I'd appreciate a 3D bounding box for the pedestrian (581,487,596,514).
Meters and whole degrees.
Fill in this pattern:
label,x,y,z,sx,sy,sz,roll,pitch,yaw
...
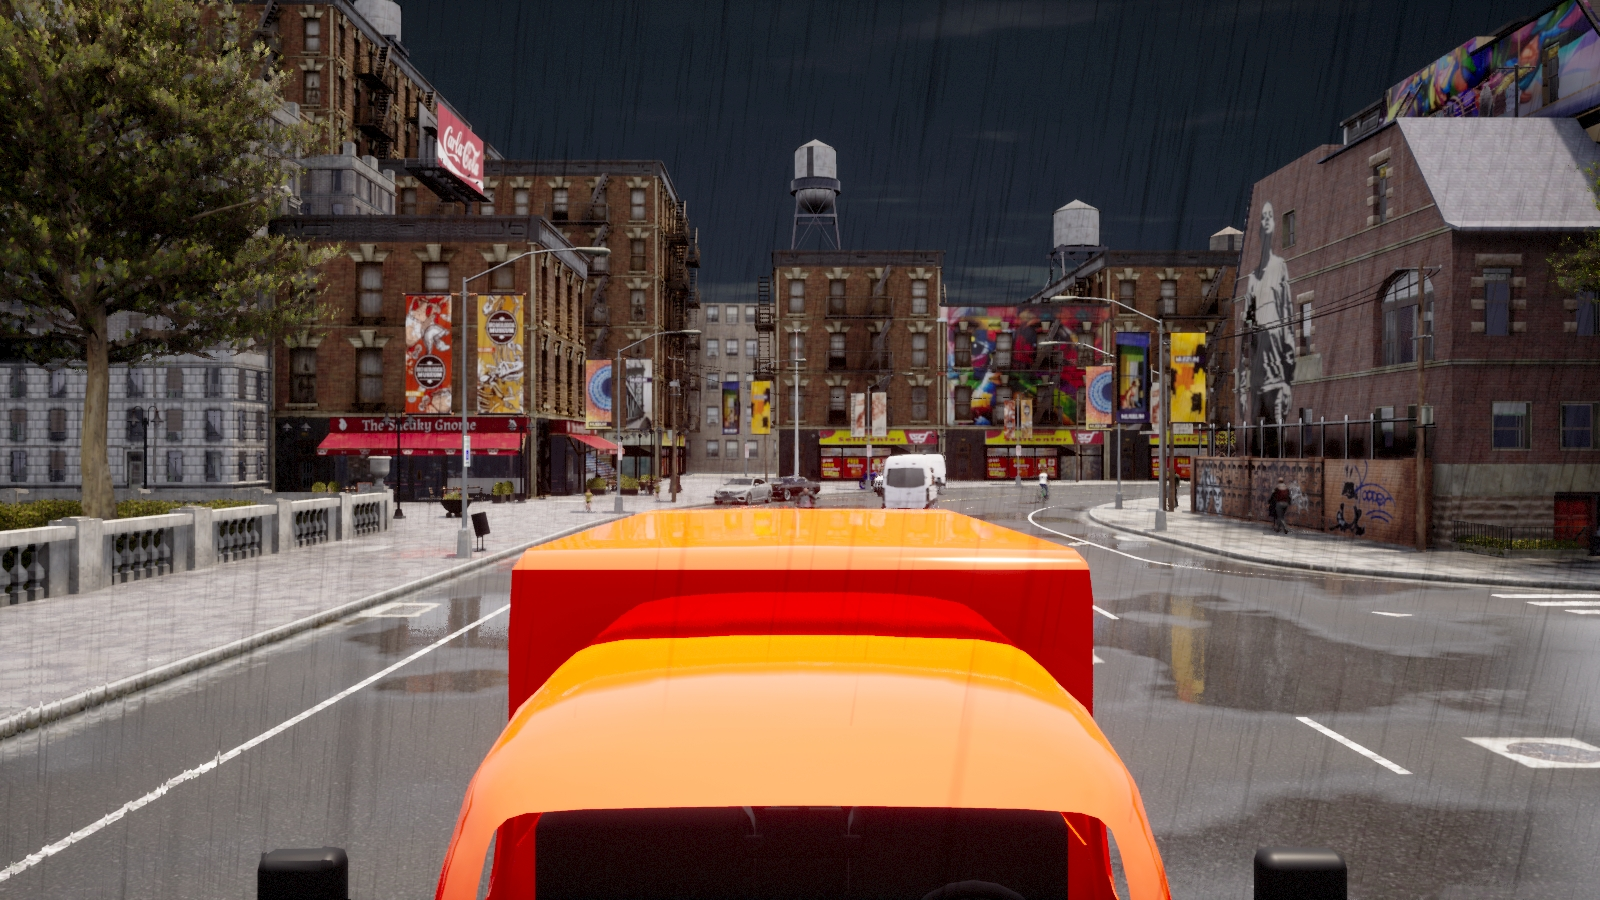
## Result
label,x,y,z,sx,sy,sz,roll,pitch,yaw
pedestrian,-8.826,2.095,47.718,0.500,1.100,0.500,0,0,2

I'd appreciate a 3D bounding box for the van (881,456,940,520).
label,x,y,z,sx,sy,sz,roll,pitch,yaw
van,4.826,1.554,49.182,1.988,2.561,5.915,0,0,11

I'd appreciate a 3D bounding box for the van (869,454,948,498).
label,x,y,z,sx,sy,sz,roll,pitch,yaw
van,6.746,1.561,70.378,1.988,2.561,5.915,0,0,37

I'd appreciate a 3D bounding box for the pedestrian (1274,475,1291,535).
label,x,y,z,sx,sy,sz,roll,pitch,yaw
pedestrian,15.045,1.710,35.661,0.375,1.860,0.375,0,0,0

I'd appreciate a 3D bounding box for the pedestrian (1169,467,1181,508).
label,x,y,z,sx,sy,sz,roll,pitch,yaw
pedestrian,17.100,1.716,52.096,0.375,1.860,0.375,0,0,-45

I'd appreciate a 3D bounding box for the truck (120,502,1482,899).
label,x,y,z,sx,sy,sz,roll,pitch,yaw
truck,-0.002,1.571,4.805,2.627,2.467,5.204,0,0,0

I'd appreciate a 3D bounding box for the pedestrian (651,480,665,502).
label,x,y,z,sx,sy,sz,roll,pitch,yaw
pedestrian,-7.307,2.099,58.817,0.500,1.100,0.500,0,0,22

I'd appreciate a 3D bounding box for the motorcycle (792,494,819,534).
label,x,y,z,sx,sy,sz,roll,pitch,yaw
motorcycle,0.202,2.221,39.793,0.867,1.251,2.209,0,0,3

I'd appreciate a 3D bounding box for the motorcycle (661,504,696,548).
label,x,y,z,sx,sy,sz,roll,pitch,yaw
motorcycle,-3.583,2.226,33.812,0.803,1.145,2.033,0,0,0
